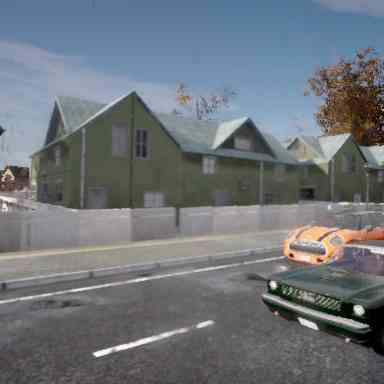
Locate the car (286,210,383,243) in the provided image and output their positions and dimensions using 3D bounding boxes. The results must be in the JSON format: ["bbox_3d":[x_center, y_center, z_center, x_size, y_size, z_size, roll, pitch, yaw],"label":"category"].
[{"bbox_3d":[5.258,1.431,11.335,4.553,1.767,2.097,1,0,-35],"label":"car"}]

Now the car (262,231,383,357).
[{"bbox_3d":[3.518,1.647,6.173,4.718,1.301,1.895,1,0,-35],"label":"car"}]
